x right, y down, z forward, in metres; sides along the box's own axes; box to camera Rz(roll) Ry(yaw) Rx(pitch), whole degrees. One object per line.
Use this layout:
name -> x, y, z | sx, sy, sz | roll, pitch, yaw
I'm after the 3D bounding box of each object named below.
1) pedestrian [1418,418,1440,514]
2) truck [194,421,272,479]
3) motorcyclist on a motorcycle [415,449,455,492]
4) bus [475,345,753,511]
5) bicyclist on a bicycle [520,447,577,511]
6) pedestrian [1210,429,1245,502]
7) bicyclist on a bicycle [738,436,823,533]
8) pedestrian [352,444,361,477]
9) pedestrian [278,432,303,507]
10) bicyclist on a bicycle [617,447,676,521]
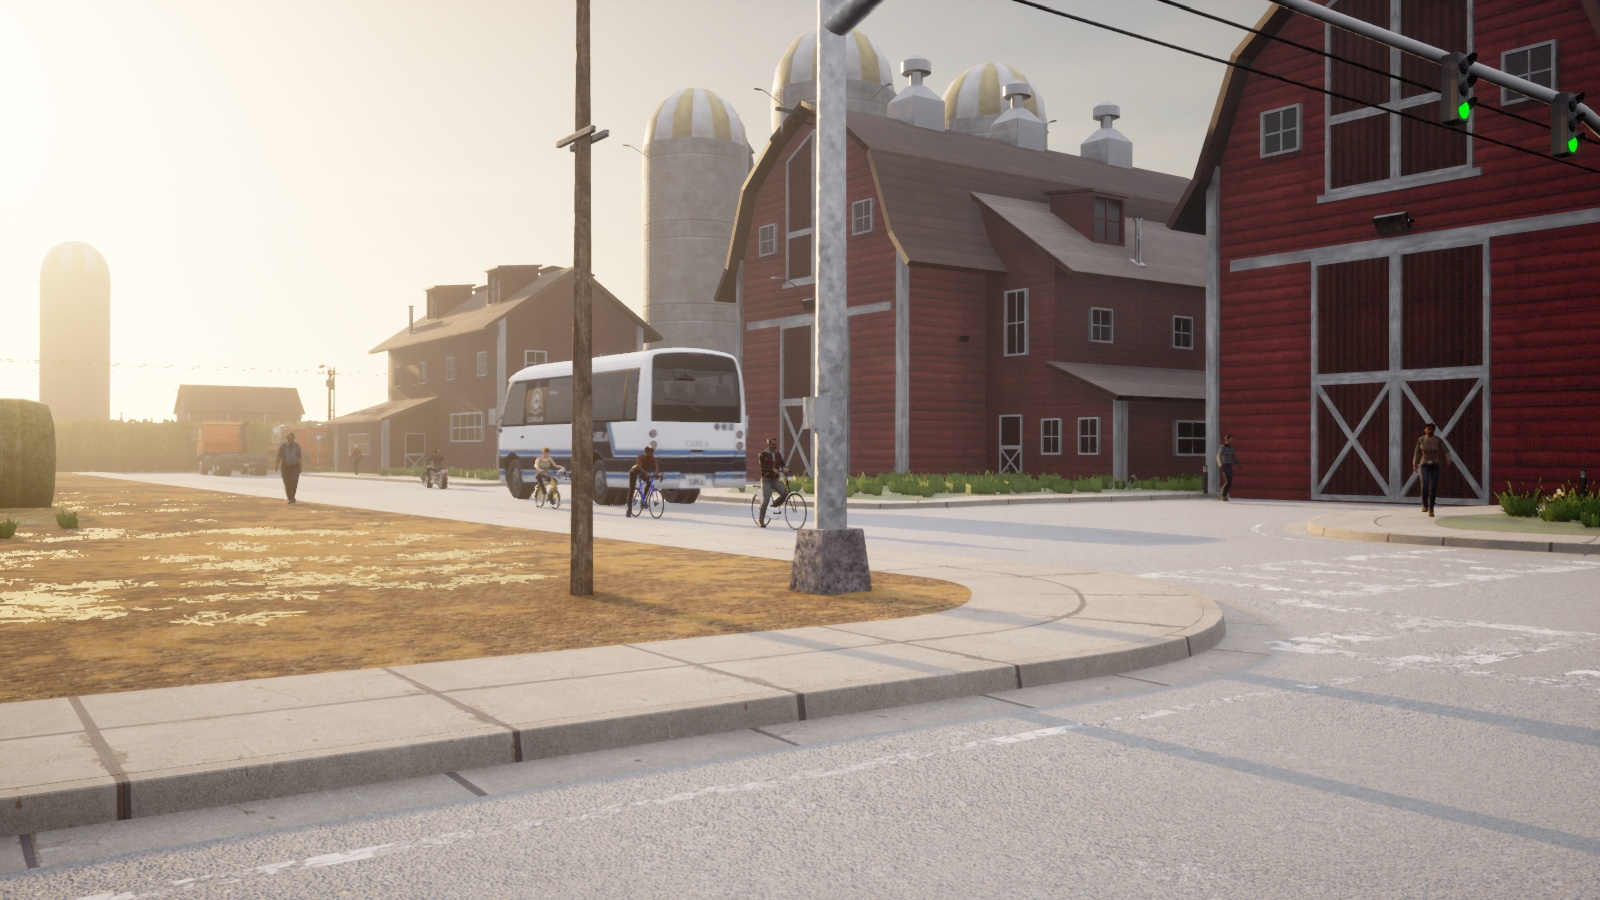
pedestrian -> 11.996, 0.302, 23.950 | 0.328, 1.805, 0.869 | 0, 0, 29
truck -> -35.565, 0.004, 78.604 | 2.891, 3.462, 7.936 | 0, 0, -36
motorcyclist on a motorcycle -> -14.325, 0.789, 49.240 | 0.766, 1.649, 2.350 | -1, 0, -36
bus -> -5.907, -0.554, 37.613 | 3.944, 4.253, 10.273 | 0, 0, -36
bicyclist on a bicycle -> -6.515, 0.747, 32.483 | 0.866, 1.612, 1.509 | 0, -1, -36
pedestrian -> 11.483, 0.418, 33.736 | 0.423, 1.949, 0.788 | 0, 0, -36
bicyclist on a bicycle -> -0.399, 0.641, 24.027 | 0.659, 1.776, 1.843 | -1, 0, -36
pedestrian -> -24.844, 0.605, 70.330 | 0.331, 1.846, 0.636 | 0, 0, -37
pedestrian -> -12.637, 0.477, 31.155 | 0.540, 1.848, 0.694 | 0, 0, -24
bicyclist on a bicycle -> -3.468, 0.747, 28.271 | 0.582, 1.620, 1.656 | 0, 0, -36
